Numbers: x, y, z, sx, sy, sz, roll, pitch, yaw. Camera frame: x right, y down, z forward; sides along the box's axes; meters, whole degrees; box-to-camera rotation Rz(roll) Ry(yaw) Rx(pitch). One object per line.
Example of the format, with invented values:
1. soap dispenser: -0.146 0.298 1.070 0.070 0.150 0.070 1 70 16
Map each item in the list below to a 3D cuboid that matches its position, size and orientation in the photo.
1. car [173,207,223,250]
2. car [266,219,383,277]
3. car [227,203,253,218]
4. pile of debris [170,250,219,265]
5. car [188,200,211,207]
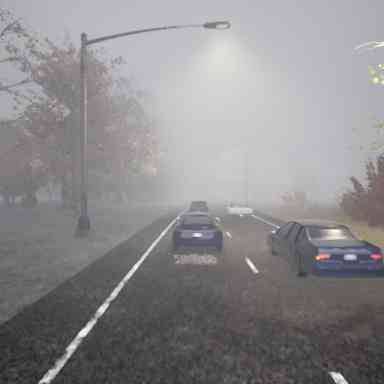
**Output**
1. car: 0.239 1.563 14.349 1.994 1.385 4.181 0 0 1
2. car: 3.677 1.548 10.165 2.033 1.411 5.357 0 0 1
3. car: 4.122 1.600 29.475 1.895 1.301 4.718 0 0 2
4. pile of debris: 0.079 2.175 11.138 1.500 0.140 1.860 0 0 1
5. car: 0.686 1.503 31.077 1.837 1.490 4.892 0 0 2
